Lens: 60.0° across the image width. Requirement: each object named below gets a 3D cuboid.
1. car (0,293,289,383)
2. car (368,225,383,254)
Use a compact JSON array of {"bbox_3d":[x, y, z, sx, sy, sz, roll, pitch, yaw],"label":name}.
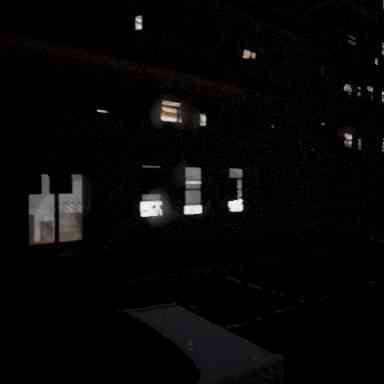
[{"bbox_3d":[-1.575,1.601,2.247,4.718,1.301,1.895,0,0,-35],"label":"car"},{"bbox_3d":[8.280,1.616,12.437,4.206,1.307,1.802,0,-1,-35],"label":"car"}]
